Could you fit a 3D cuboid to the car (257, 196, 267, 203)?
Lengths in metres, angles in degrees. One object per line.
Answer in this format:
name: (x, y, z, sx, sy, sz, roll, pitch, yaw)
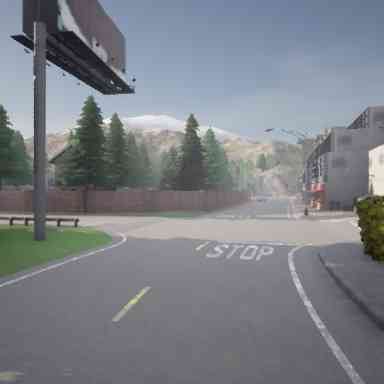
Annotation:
car: (14.674, 1.511, 69.648, 1.812, 1.442, 4.674, 0, 0, 16)
